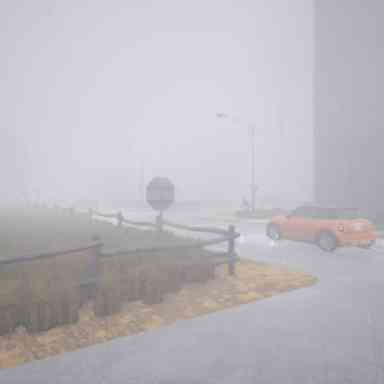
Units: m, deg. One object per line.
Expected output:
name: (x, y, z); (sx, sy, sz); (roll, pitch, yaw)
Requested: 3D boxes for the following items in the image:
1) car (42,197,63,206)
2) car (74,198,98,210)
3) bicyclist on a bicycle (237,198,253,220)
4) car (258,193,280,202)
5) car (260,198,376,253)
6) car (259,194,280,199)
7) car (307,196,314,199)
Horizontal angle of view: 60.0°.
car: (-22.981, 1.496, 54.894); (1.812, 1.442, 4.674); (0, 0, -45)
car: (-13.771, 1.453, 42.891); (1.882, 1.535, 5.008); (0, 0, -35)
bicyclist on a bicycle: (3.957, 1.268, 24.698); (1.656, 1.620, 0.582); (0, 0, -36)
car: (16.889, 1.206, 73.433); (1.932, 1.855, 4.605); (0, 0, -36)
car: (5.164, 1.329, 14.024); (2.097, 1.767, 4.553); (0, 0, -24)
car: (13.372, 1.402, 54.467); (2.242, 1.667, 4.611); (0, 0, -36)
car: (19.474, 1.438, 53.834); (4.674, 1.442, 1.812); (0, 0, -36)
